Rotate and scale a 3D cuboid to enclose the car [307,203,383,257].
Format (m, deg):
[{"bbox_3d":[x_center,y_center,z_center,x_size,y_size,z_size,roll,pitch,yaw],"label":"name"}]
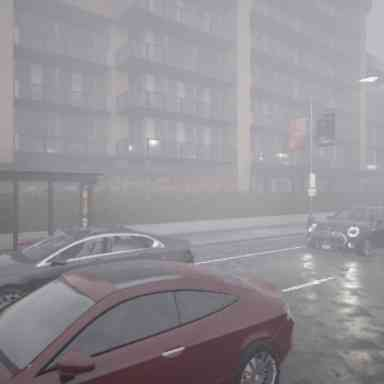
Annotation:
[{"bbox_3d":[6.555,1.350,13.062,4.553,1.767,2.097,0,0,-36],"label":"car"}]

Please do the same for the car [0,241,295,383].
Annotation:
[{"bbox_3d":[-0.883,1.526,3.365,4.674,1.442,1.812,0,0,-36],"label":"car"}]

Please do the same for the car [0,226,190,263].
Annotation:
[{"bbox_3d":[-2.187,1.491,6.745,4.902,1.511,2.128,0,0,-36],"label":"car"}]
